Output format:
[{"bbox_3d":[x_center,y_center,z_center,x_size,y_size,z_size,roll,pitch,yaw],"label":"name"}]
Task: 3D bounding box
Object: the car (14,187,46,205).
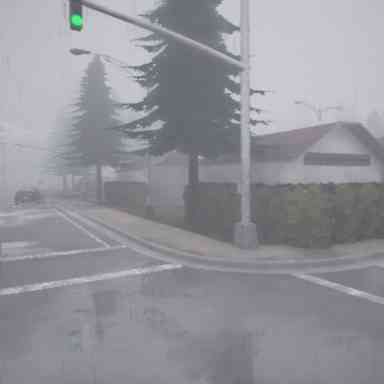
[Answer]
[{"bbox_3d":[-14.576,0.313,30.022,1.882,1.535,5.008,-2,1,-17],"label":"car"}]
